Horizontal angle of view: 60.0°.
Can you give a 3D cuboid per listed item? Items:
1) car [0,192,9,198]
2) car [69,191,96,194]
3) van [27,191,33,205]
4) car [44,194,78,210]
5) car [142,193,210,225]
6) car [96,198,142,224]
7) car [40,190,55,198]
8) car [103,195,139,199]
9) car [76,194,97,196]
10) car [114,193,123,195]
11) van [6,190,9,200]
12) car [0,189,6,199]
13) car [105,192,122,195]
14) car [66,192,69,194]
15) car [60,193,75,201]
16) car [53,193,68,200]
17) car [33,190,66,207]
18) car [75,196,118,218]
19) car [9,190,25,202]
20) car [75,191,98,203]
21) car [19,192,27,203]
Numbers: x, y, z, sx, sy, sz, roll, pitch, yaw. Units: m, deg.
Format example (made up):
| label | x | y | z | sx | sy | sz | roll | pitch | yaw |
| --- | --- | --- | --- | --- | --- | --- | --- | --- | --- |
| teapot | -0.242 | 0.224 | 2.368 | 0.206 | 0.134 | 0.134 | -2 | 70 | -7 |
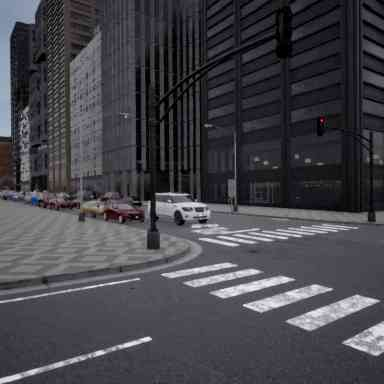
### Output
| label | x | y | z | sx | sy | sz | roll | pitch | yaw |
| --- | --- | --- | --- | --- | --- | --- | --- | --- | --- |
| car | -44.617 | 0.774 | 78.653 | 1.887 | 1.381 | 4.507 | 0 | 1 | -36 |
| car | -15.724 | 0.797 | 48.847 | 2.150 | 2.045 | 5.566 | -1 | 1 | -38 |
| van | -21.500 | 0.968 | 46.781 | 1.690 | 1.788 | 3.998 | 0 | 1 | -36 |
| car | -14.895 | 1.274 | 37.676 | 1.887 | 1.381 | 4.507 | 0 | 1 | -36 |
| car | -1.078 | 1.085 | 23.303 | 2.150 | 2.045 | 5.566 | -1 | 1 | -36 |
| car | -4.987 | 1.415 | 24.017 | 1.887 | 1.381 | 4.507 | 0 | 1 | -36 |
| car | -34.410 | 0.507 | 79.100 | 2.192 | 1.841 | 5.009 | 0 | 1 | -36 |
| car | -7.089 | 1.327 | 31.601 | 2.033 | 1.411 | 5.357 | -1 | 1 | -35 |
| car | -12.980 | 1.257 | 39.748 | 1.994 | 1.385 | 4.181 | -1 | 1 | -35 |
| car | -7.993 | 1.198 | 42.680 | 1.947 | 1.339 | 4.313 | 0 | 1 | -36 |
| van | -34.709 | 0.745 | 64.993 | 1.690 | 1.788 | 3.998 | 0 | 1 | -36 |
| car | -38.012 | 0.661 | 69.546 | 2.192 | 1.841 | 5.009 | 0 | 1 | -36 |
| car | -11.294 | 0.897 | 47.231 | 2.192 | 1.841 | 5.009 | 0 | 1 | -36 |
| car | -21.905 | 0.828 | 57.300 | 2.097 | 1.767 | 4.553 | -1 | 1 | -36 |
| car | -24.504 | 0.946 | 65.445 | 1.802 | 1.307 | 4.206 | 0 | 1 | -36 |
| car | -27.807 | 0.852 | 69.997 | 1.887 | 1.381 | 4.507 | 0 | 1 | -36 |
| car | -18.197 | 0.994 | 42.228 | 2.192 | 1.841 | 5.009 | 0 | 1 | -36 |
| car | -8.191 | 1.352 | 28.432 | 1.752 | 1.417 | 4.829 | 0 | 1 | -36 |
| car | -31.407 | 0.901 | 60.441 | 1.967 | 1.590 | 4.097 | 0 | 1 | -36 |
| car | -17.899 | 0.791 | 56.337 | 2.192 | 1.841 | 5.009 | 0 | 1 | -36 |
| car | -24.803 | 1.124 | 51.336 | 2.008 | 1.369 | 4.403 | 0 | 1 | -36 |
